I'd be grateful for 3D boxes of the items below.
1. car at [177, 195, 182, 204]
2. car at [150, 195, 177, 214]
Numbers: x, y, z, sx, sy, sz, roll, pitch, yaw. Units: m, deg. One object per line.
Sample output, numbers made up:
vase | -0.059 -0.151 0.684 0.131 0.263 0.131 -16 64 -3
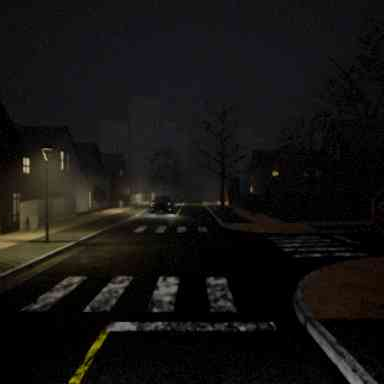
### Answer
car | -2.773 1.174 56.258 1.812 1.442 4.674 0 0 1
car | -2.834 1.147 32.448 2.097 1.767 4.553 0 0 0
